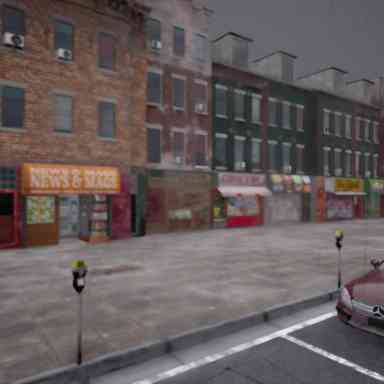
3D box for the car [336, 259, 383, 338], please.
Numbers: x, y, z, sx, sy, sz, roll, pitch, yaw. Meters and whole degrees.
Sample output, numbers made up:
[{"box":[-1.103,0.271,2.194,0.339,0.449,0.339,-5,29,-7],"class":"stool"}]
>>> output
[{"box":[4.304,1.620,5.883,4.206,1.307,1.802,0,0,-36],"class":"car"}]
